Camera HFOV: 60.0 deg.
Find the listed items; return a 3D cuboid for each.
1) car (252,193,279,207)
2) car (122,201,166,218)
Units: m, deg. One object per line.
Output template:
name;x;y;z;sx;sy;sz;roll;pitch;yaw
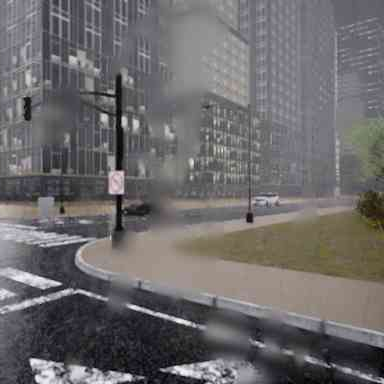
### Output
car;10.682;1.111;47.915;2.150;2.045;5.566;0;-1;38
car;-4.141;1.418;28.331;1.994;1.385;4.181;0;0;37
